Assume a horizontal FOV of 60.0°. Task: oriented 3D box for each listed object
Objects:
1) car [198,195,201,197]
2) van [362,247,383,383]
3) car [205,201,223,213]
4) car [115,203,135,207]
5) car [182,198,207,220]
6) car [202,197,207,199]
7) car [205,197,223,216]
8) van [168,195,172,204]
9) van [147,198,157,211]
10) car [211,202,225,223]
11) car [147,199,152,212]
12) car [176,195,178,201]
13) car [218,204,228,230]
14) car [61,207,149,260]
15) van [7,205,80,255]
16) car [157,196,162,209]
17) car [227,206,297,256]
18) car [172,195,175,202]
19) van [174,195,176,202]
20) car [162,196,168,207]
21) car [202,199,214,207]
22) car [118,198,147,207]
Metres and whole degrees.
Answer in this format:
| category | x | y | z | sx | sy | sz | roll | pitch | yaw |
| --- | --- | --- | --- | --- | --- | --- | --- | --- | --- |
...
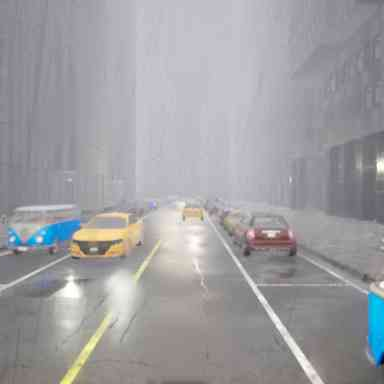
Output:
| category | x | y | z | sx | sy | sz | roll | pitch | yaw |
| --- | --- | --- | --- | --- | --- | --- | --- | --- | --- |
| car | 2.732 | 1.881 | 69.814 | 1.967 | 1.590 | 4.097 | 0 | 0 | 0 |
| van | 2.758 | 1.356 | 2.180 | 1.690 | 1.788 | 3.998 | 0 | 0 | 0 |
| car | 2.743 | 1.828 | 41.632 | 1.947 | 1.339 | 4.313 | 0 | 0 | 0 |
| car | -5.775 | 1.722 | 24.710 | 1.947 | 1.339 | 4.313 | 0 | 0 | 0 |
| car | 0.084 | 1.643 | 29.741 | 1.801 | 1.575 | 5.366 | 0 | 0 | 0 |
| car | 2.740 | 1.613 | 47.271 | 2.192 | 1.841 | 5.009 | 0 | 0 | 0 |
| car | 2.745 | 1.667 | 35.997 | 1.967 | 1.590 | 4.097 | 0 | 0 | 0 |
| van | -5.794 | 1.782 | 69.804 | 1.690 | 1.788 | 3.998 | 0 | 0 | 0 |
| van | -5.782 | 1.604 | 41.621 | 1.690 | 1.788 | 3.998 | 0 | 0 | 0 |
| car | 2.750 | 1.707 | 24.724 | 2.008 | 1.369 | 4.403 | 0 | 0 | 0 |
| car | -5.779 | 1.772 | 35.983 | 1.887 | 1.381 | 4.507 | 0 | 0 | 0 |
| car | -5.802 | 2.031 | 92.349 | 1.967 | 1.590 | 4.097 | 0 | 0 | 0 |
| car | 2.752 | 1.647 | 19.258 | 1.752 | 1.417 | 4.829 | 0 | 0 | 0 |
| car | -3.090 | 1.560 | 12.986 | 1.882 | 1.535 | 5.008 | 0 | 0 | 0 |
| van | -5.771 | 1.426 | 13.438 | 1.690 | 1.788 | 3.998 | 0 | 0 | 0 |
| car | -5.784 | 1.738 | 47.257 | 1.967 | 1.590 | 4.097 | 0 | 0 | 0 |
| car | 2.754 | 1.525 | 13.452 | 1.967 | 1.590 | 4.097 | 0 | 0 | 0 |
| car | -5.797 | 2.066 | 81.075 | 2.008 | 1.369 | 4.403 | 0 | 0 | 0 |
| van | -5.801 | 1.894 | 86.713 | 1.690 | 1.788 | 3.998 | 0 | 0 | 0 |
| car | -5.789 | 1.810 | 58.530 | 1.967 | 1.590 | 4.097 | 0 | 0 | 0 |
| car | 2.737 | 1.935 | 58.541 | 1.947 | 1.339 | 4.313 | 0 | 0 | 0 |
| car | -5.778 | 1.507 | 30.347 | 2.192 | 1.841 | 5.009 | 0 | 0 | 0 |
